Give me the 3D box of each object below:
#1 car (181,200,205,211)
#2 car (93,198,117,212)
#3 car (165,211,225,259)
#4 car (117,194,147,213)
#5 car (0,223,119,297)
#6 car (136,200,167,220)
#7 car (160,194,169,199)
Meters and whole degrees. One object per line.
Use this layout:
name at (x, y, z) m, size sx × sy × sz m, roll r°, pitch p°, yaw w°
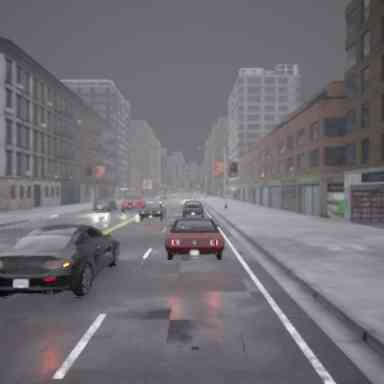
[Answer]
car at (0.091, 1.503, 29.479) m, size 1.837 × 1.490 × 4.892 m, roll 0°, pitch 0°, yaw 0°
car at (-9.843, 1.489, 38.033) m, size 2.128 × 1.511 × 4.902 m, roll 0°, pitch 0°, yaw 0°
car at (0.091, 1.600, 12.584) m, size 1.895 × 1.301 × 4.718 m, roll 0°, pitch 0°, yaw 0°
car at (-6.594, 1.217, 38.003) m, size 2.150 × 2.045 × 5.566 m, roll 0°, pitch 0°, yaw 0°
car at (-3.166, 1.525, 8.479) m, size 1.812 × 1.442 × 4.674 m, roll 0°, pitch 0°, yaw 0°
car at (-3.159, 1.599, 27.828) m, size 1.895 × 1.301 × 4.718 m, roll 0°, pitch 0°, yaw 0°
car at (-6.504, 1.238, 78.593) m, size 1.837 × 1.490 × 4.892 m, roll 0°, pitch 0°, yaw 0°
